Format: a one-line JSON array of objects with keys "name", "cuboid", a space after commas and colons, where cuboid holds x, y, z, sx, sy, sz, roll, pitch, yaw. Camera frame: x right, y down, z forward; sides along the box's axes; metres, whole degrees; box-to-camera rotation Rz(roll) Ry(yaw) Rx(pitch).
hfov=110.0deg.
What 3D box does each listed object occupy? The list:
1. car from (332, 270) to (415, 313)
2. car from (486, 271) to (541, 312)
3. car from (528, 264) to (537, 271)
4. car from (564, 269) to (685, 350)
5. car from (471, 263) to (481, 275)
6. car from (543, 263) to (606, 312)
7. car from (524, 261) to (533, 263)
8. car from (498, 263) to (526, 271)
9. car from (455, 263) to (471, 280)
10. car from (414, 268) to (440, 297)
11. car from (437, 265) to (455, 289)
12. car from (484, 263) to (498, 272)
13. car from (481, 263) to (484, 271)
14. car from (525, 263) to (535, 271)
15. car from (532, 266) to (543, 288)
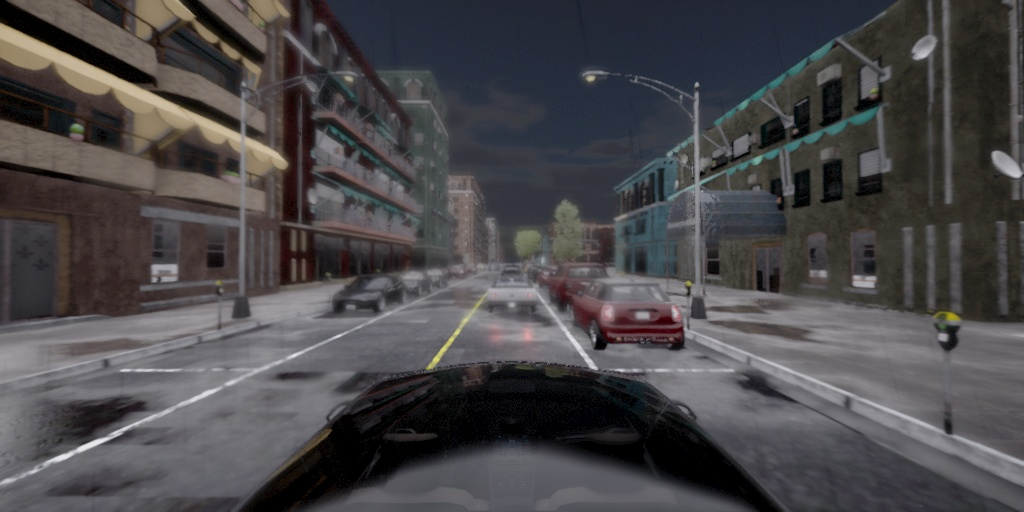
[{"name": "car", "cuboid": [-5.688, 1.456, 14.831, 1.948, 1.339, 4.313, 0, 0, 0]}, {"name": "car", "cuboid": [0.016, 1.495, 15.094, 1.895, 1.301, 4.718, 0, -1, 0]}, {"name": "car", "cuboid": [2.693, 1.645, 31.444, 1.948, 1.339, 4.313, 0, 0, 0]}, {"name": "car", "cuboid": [2.692, 1.271, 9.290, 1.967, 1.591, 4.097, 0, 0, 0]}, {"name": "car", "cuboid": [-5.686, 1.719, 48.061, 1.967, 1.591, 4.097, 0, 0, 0]}, {"name": "car", "cuboid": [2.692, 1.205, 14.830, 2.192, 1.841, 5.009, 0, 0, 0]}, {"name": "car", "cuboid": [2.695, 1.872, 53.769, 1.751, 1.417, 4.829, 0, 0, 0]}, {"name": "car", "cuboid": [0.021, 1.573, 30.337, 1.837, 1.490, 4.892, 0, 0, 0]}, {"name": "car", "cuboid": [-5.687, 1.586, 36.983, 1.967, 1.591, 4.097, 0, 0, 0]}, {"name": "car", "cuboid": [-5.688, 1.502, 20.368, 2.007, 1.370, 4.403, 0, 0, 0]}, {"name": "car", "cuboid": [-5.688, 1.565, 25.906, 2.007, 1.370, 4.403, 0, 0, 0]}, {"name": "car", "cuboid": [-3.059, 1.920, 60.364, 2.128, 1.511, 4.902, 0, -1, 0]}, {"name": "car", "cuboid": [-5.686, 2.006, 64.510, 1.751, 1.417, 4.829, 0, 0, 0]}, {"name": "car", "cuboid": [2.694, 1.696, 36.982, 2.007, 1.370, 4.403, 0, 0, 0]}, {"name": "car", "cuboid": [2.693, 1.596, 25.905, 1.802, 1.307, 4.207, 0, 0, 0]}]
